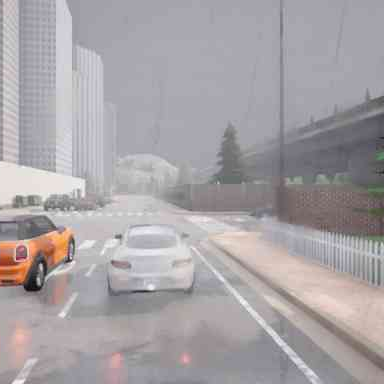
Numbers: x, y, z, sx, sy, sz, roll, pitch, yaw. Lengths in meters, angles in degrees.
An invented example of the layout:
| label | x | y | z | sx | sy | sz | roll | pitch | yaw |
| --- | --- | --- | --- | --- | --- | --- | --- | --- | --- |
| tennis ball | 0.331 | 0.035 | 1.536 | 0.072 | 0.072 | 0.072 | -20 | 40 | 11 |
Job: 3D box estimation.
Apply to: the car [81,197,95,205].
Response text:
| label | x | y | z | sx | sy | sz | roll | pitch | yaw |
| --- | --- | --- | --- | --- | --- | --- | --- | --- | --- |
| car | -20.049 | 1.671 | 64.131 | 1.895 | 1.301 | 4.718 | 0 | 0 | -8 |

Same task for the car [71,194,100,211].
| label | x | y | z | sx | sy | sz | roll | pitch | yaw |
| --- | --- | --- | --- | --- | --- | --- | --- | --- | --- |
| car | -13.094 | 1.397 | 41.100 | 2.097 | 1.767 | 4.553 | 0 | 0 | -8 |

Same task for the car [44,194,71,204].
| label | x | y | z | sx | sy | sz | roll | pitch | yaw |
| --- | --- | --- | --- | --- | --- | --- | --- | --- | --- |
| car | -16.681 | 1.267 | 41.411 | 2.150 | 2.045 | 5.566 | 0 | 0 | -9 |

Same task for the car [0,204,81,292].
| label | x | y | z | sx | sy | sz | roll | pitch | yaw |
| --- | --- | --- | --- | --- | --- | --- | --- | --- | --- |
| car | -4.663 | 1.362 | 9.026 | 2.097 | 1.767 | 4.553 | 0 | 0 | -7 |

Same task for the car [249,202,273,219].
| label | x | y | z | sx | sy | sz | roll | pitch | yaw |
| --- | --- | --- | --- | --- | --- | --- | --- | --- | --- |
| car | 7.349 | 1.589 | 28.468 | 4.892 | 1.490 | 1.837 | 0 | 0 | -9 |

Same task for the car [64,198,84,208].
| label | x | y | z | sx | sy | sz | roll | pitch | yaw |
| --- | --- | --- | --- | --- | --- | --- | --- | --- | --- |
| car | -18.211 | 1.604 | 51.540 | 2.033 | 1.411 | 5.357 | 0 | 0 | -8 |

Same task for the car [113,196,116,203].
| label | x | y | z | sx | sy | sz | roll | pitch | yaw |
| --- | --- | --- | --- | --- | --- | --- | --- | --- | --- |
| car | -18.013 | 1.545 | 74.168 | 1.882 | 1.535 | 5.008 | 0 | 0 | -9 |

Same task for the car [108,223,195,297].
| label | x | y | z | sx | sy | sz | roll | pitch | yaw |
| --- | --- | --- | --- | --- | --- | --- | --- | --- | --- |
| car | -1.027 | 1.535 | 8.548 | 1.812 | 1.442 | 4.674 | 0 | 0 | -7 |

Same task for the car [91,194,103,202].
| label | x | y | z | sx | sy | sz | roll | pitch | yaw |
| --- | --- | --- | --- | --- | --- | --- | --- | --- | --- |
| car | -22.058 | 1.346 | 77.495 | 2.097 | 1.767 | 4.553 | 0 | 0 | -9 |

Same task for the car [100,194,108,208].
| label | x | y | z | sx | sy | sz | roll | pitch | yaw |
| --- | --- | --- | --- | --- | --- | --- | --- | --- | --- |
| car | -14.531 | 1.277 | 50.569 | 2.150 | 2.045 | 5.566 | 0 | 0 | -9 |

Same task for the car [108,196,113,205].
| label | x | y | z | sx | sy | sz | roll | pitch | yaw |
| --- | --- | --- | --- | --- | --- | --- | --- | --- | --- |
| car | -16.129 | 1.592 | 61.360 | 1.812 | 1.442 | 4.674 | 0 | 0 | -8 |
